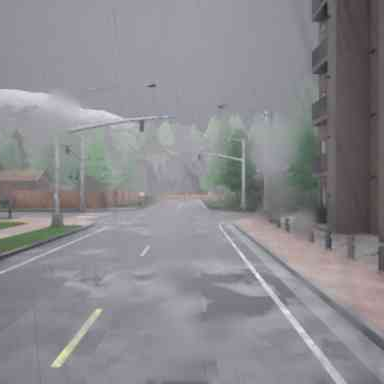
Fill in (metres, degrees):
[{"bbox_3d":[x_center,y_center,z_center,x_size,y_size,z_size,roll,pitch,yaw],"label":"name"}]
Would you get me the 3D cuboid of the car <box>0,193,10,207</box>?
[{"bbox_3d":[-25.037,1.046,42.053,1.932,1.855,4.605,0,0,-1],"label":"car"}]
